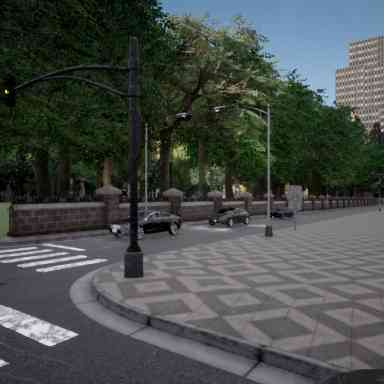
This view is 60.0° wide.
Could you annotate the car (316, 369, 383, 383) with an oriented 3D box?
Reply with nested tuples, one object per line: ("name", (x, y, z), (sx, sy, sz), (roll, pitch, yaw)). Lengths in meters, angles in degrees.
("car", (2.508, 1.551, 1.174), (4.403, 1.369, 2.008), (0, 0, 36))

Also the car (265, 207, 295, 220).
("car", (9.834, 2.375, 37.100), (1.895, 1.301, 4.718), (0, -1, 35))

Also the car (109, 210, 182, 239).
("car", (-2.606, 1.817, 19.471), (2.128, 1.511, 4.902), (0, -1, 37))

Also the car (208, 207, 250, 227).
("car", (3.175, 2.036, 27.681), (1.837, 1.490, 4.892), (0, -1, 35))
